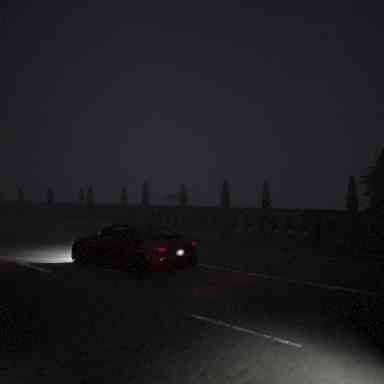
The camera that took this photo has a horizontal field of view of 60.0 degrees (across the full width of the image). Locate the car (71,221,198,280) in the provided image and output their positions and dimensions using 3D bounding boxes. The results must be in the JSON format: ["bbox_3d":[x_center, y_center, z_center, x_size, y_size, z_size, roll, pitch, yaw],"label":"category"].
[{"bbox_3d":[-1.858,1.602,10.174,4.181,1.385,1.994,0,0,39],"label":"car"}]
